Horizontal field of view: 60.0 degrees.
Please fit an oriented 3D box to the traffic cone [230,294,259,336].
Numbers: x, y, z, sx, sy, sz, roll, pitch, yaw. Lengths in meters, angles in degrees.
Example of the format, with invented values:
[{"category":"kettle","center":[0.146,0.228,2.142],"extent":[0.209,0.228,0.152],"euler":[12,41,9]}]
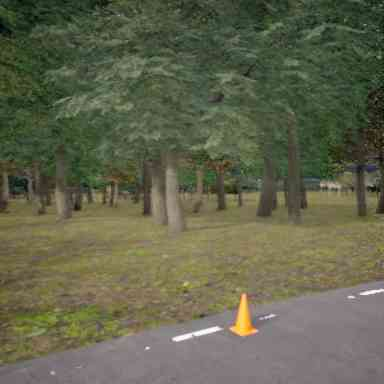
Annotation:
[{"category":"traffic cone","center":[0.844,1.942,5.370],"extent":[0.340,0.580,0.340],"euler":[0,0,-31]}]
